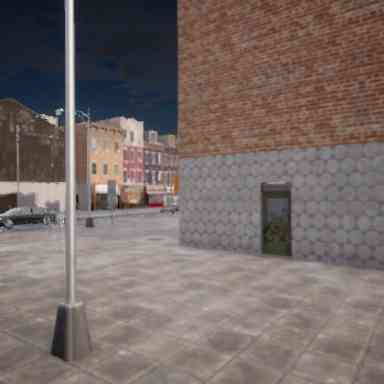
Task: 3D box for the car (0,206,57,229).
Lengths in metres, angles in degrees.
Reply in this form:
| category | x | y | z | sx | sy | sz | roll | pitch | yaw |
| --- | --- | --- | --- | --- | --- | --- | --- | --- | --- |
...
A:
| category | x | y | z | sx | sy | sz | roll | pitch | yaw |
| --- | --- | --- | --- | --- | --- | --- | --- | --- | --- |
| car | -11.572 | 1.687 | 22.885 | 2.008 | 1.369 | 4.403 | 0 | 0 | 35 |

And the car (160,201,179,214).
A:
| category | x | y | z | sx | sy | sz | roll | pitch | yaw |
| --- | --- | --- | --- | --- | --- | --- | --- | --- | --- |
| car | -1.744 | 1.694 | 36.802 | 1.802 | 1.307 | 4.206 | -1 | 0 | 35 |
